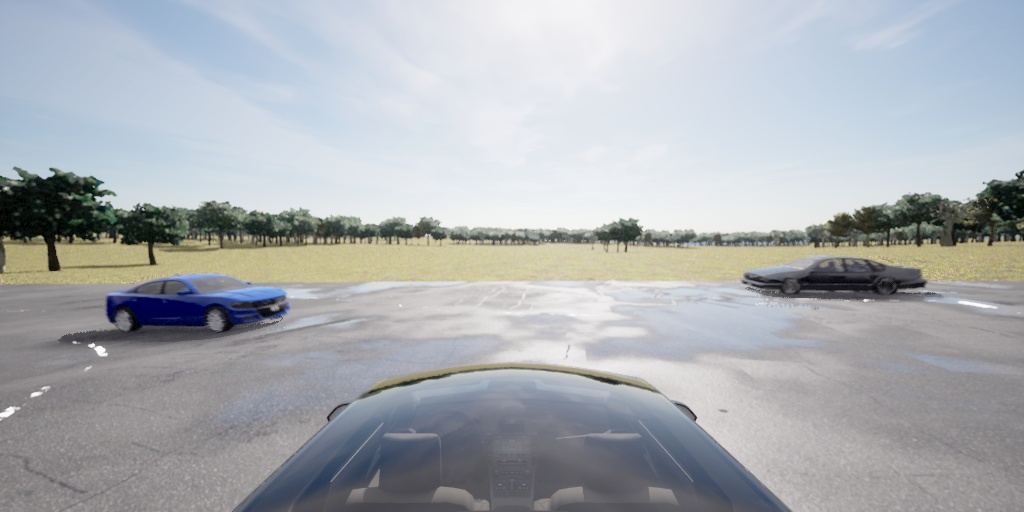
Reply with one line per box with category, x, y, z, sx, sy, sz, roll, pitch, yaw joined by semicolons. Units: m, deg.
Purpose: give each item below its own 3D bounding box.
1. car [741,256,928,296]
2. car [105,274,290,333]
car;12.015;0.701;13.681;5.357;1.411;2.033;-1;3;11
car;-9.121;1.271;10.507;5.008;1.535;1.882;-2;3;11
